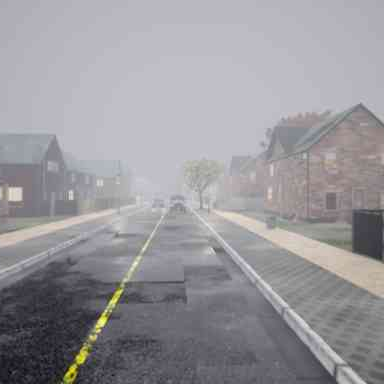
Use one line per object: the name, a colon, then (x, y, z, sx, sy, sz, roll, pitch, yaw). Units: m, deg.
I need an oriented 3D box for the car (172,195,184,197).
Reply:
car: (-2.103, 1.435, 48.925, 2.150, 2.045, 5.566, 0, 0, -3)

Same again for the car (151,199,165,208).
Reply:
car: (-5.190, 1.765, 51.952, 1.812, 1.442, 4.674, 0, 0, -3)

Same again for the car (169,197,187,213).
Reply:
car: (-1.619, 1.666, 38.588, 1.812, 1.442, 4.674, 0, 0, -3)
